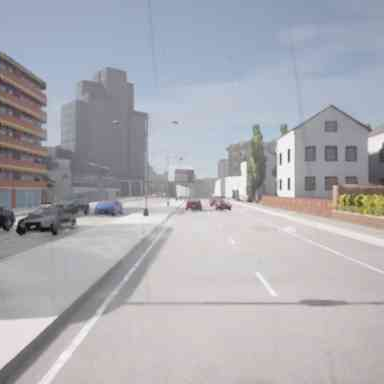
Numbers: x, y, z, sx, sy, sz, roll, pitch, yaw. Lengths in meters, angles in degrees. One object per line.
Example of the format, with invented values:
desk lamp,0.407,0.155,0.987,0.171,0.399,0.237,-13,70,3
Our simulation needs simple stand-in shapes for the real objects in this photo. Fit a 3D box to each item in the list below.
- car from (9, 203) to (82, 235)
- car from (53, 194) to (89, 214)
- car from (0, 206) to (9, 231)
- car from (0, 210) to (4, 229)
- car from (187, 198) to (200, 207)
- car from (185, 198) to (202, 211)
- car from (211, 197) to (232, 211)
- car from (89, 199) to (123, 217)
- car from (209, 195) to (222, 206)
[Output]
car,-8.004,1.558,18.644,1.994,1.385,4.181,0,0,-1
car,-11.410,1.213,31.524,2.150,2.045,5.566,0,0,0
car,-11.494,1.486,17.926,2.128,1.511,4.902,0,0,0
car,-8.041,1.489,9.730,2.128,1.511,4.902,0,0,0
car,0.285,1.583,50.892,1.895,1.301,4.718,0,0,0
car,0.225,1.464,40.363,1.882,1.535,5.008,0,0,0
car,3.728,1.586,40.790,1.895,1.301,4.718,0,0,0
car,-7.907,1.467,31.884,1.882,1.535,5.008,0,0,0
car,3.784,1.334,50.730,2.097,1.767,4.553,0,0,0
